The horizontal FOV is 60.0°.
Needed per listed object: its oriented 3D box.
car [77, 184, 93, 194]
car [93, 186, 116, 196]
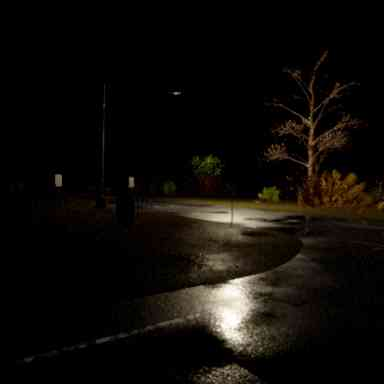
[{"bbox_3d":[-18.729,-0.614,59.015,2.097,1.767,4.553,1,2,-36],"label":"car"},{"bbox_3d":[-13.170,-0.132,51.240,1.812,1.442,4.674,1,2,-36],"label":"car"}]
